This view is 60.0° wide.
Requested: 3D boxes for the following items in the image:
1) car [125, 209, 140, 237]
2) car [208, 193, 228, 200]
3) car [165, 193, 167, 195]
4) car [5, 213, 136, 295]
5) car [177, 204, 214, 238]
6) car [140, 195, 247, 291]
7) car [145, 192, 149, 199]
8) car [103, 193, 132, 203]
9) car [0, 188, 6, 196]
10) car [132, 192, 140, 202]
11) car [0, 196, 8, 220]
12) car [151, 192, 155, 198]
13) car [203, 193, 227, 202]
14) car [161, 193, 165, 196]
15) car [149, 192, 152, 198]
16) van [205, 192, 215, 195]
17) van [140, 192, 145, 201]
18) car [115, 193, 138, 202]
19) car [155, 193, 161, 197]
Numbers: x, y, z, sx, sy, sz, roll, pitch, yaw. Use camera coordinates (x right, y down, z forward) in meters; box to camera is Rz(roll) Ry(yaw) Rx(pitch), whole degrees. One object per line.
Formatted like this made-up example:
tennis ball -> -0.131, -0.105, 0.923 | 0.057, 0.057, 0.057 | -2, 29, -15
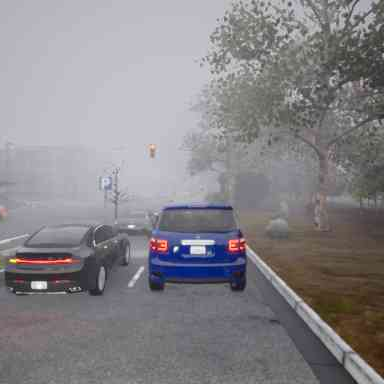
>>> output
car -> -2.816, 1.588, 17.588 | 1.994, 1.385, 4.181 | 0, 0, 1
car -> 6.590, 1.127, 83.170 | 4.553, 1.767, 2.185 | 1, 0, -12
car -> -10.433, 1.313, 92.853 | 5.008, 1.535, 2.097 | -1, 0, -11
car -> -2.877, 1.515, 8.702 | 1.837, 1.490, 4.892 | 0, 0, 0
car -> 0.202, 1.530, 19.046 | 1.837, 1.490, 4.892 | 0, 0, 0
car -> 0.126, 1.232, 9.187 | 2.150, 2.045, 5.566 | 0, 0, 0
car -> -12.893, 1.319, 74.893 | 4.892, 1.521, 2.231 | -1, 0, -13
car -> -14.344, 1.356, 62.940 | 4.792, 1.488, 2.163 | -1, 0, -15
car -> -31.079, 0.136, 53.835 | 2.002, 1.452, 4.674 | 6, -3, -19
car -> -13.695, 1.313, 65.931 | 5.366, 1.575, 1.946 | -1, 0, -15
car -> -16.587, 1.403, 25.137 | 4.553, 1.767, 2.185 | -1, 0, -19
car -> -12.139, 1.357, 80.888 | 4.674, 1.452, 2.002 | -1, 0, -13
car -> 4.776, 1.140, 68.474 | 4.553, 1.767, 2.185 | 1, 0, -14
car -> -10.860, 1.062, 89.875 | 5.566, 2.045, 2.435 | -1, 0, -12
car -> -12.516, 1.357, 77.887 | 4.674, 1.452, 2.002 | -1, 0, -13
van -> 4.388, 1.041, 65.505 | 4.442, 1.987, 1.878 | 1, 0, -14
van -> -13.126, 1.091, 71.922 | 4.442, 1.987, 1.878 | -1, 0, -14
car -> -13.596, 1.194, 68.883 | 4.553, 1.767, 2.185 | -1, 0, -14
car -> -11.315, 1.355, 86.869 | 4.674, 1.452, 2.002 | -1, 0, -12
